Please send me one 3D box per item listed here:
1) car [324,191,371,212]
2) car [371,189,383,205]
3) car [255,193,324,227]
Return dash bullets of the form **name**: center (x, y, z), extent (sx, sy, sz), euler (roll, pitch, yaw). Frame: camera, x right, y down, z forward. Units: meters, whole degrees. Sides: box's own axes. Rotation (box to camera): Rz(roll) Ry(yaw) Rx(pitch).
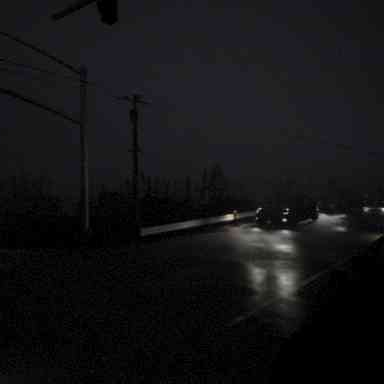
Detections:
- **car**: center (11.746, 0.685, 25.768), extent (2.128, 1.511, 4.902), euler (-1, 1, 44)
- **car**: center (18.625, 0.476, 32.760), extent (4.553, 1.767, 2.097), euler (1, -1, -45)
- **car**: center (5.505, 0.901, 19.143), extent (2.097, 1.767, 4.553), euler (-1, 3, 42)
